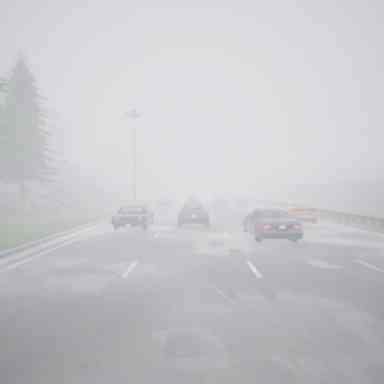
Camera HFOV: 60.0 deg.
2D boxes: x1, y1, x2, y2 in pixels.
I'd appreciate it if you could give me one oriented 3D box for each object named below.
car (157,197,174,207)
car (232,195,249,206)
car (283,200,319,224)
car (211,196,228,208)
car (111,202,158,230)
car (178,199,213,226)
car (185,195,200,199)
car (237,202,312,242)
[{"bbox_3d":[-3.471,1.304,44.243,1.895,1.301,4.718,0,0,1],"label":"car"},{"bbox_3d":[7.064,1.198,48.727,1.812,1.442,4.674,0,1,0],"label":"car"},{"bbox_3d":[7.098,1.322,23.108,1.882,1.535,5.008,0,0,0],"label":"car"},{"bbox_3d":[3.512,1.193,42.387,1.882,1.535,5.008,0,1,0],"label":"car"},{"bbox_3d":[-3.403,1.466,20.007,1.895,1.301,4.718,0,0,0],"label":"car"},{"bbox_3d":[0.097,1.415,22.068,1.994,1.385,4.181,0,0,0],"label":"car"},{"bbox_3d":[0.052,1.197,45.995,1.837,1.490,4.892,0,1,1],"label":"car"},{"bbox_3d":[3.599,1.441,15.742,2.033,1.411,5.357,0,0,0],"label":"car"}]
